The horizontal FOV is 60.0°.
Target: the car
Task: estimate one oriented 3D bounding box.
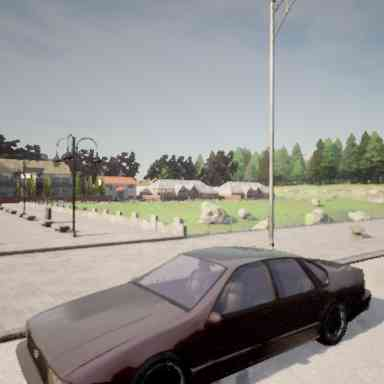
[{"bbox_3d":[0.527,1.563,4.867,5.357,1.411,2.033,0,0,-36],"label":"car"}]
